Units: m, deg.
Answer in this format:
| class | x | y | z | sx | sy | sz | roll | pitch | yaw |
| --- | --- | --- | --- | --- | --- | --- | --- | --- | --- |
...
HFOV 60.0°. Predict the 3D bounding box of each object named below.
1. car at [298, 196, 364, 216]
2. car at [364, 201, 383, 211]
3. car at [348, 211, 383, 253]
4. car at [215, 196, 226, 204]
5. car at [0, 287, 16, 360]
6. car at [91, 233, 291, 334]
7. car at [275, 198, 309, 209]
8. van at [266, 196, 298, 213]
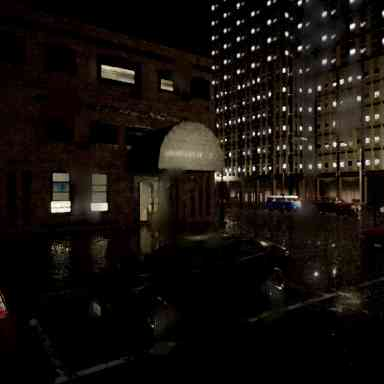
| class | x | y | z | sx | sy | sz | roll | pitch | yaw |
| --- | --- | --- | --- | --- | --- | --- | --- | --- | --- |
| car | 13.136 | 1.308 | 31.748 | 2.192 | 1.841 | 5.009 | 0 | 0 | -35 |
| car | 20.017 | 1.499 | 36.535 | 2.008 | 1.369 | 4.403 | 0 | 0 | -35 |
| car | 8.045 | 1.543 | 12.440 | 4.507 | 1.381 | 1.887 | 0 | 0 | -35 |
| car | 4.099 | 1.437 | 59.417 | 1.752 | 1.417 | 4.829 | 0 | 0 | -35 |
| car | -4.268 | 1.440 | 3.526 | 4.097 | 1.590 | 1.967 | 0 | 0 | -35 |
| car | 0.199 | 1.565 | 6.774 | 4.313 | 1.339 | 1.947 | 0 | 0 | -35 |
| car | 13.689 | 1.514 | 45.632 | 1.802 | 1.307 | 4.206 | 0 | 0 | -35 |
| van | 9.972 | 1.326 | 36.297 | 1.690 | 1.788 | 3.998 | 0 | 0 | -35 |
